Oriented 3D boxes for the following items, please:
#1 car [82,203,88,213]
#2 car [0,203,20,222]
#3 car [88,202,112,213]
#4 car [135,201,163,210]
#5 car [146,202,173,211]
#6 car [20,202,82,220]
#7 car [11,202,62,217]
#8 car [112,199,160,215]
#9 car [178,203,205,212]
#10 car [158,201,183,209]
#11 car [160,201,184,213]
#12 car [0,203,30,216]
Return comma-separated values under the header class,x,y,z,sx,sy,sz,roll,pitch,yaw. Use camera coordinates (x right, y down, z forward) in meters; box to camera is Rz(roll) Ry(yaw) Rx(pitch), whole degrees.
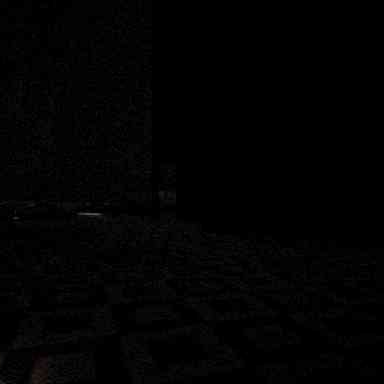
class,x,y,z,sx,sy,sz,roll,pitch,yaw
car,-13.532,2.015,44.904,1.887,1.381,4.507,-1,-2,35
car,-16.416,1.774,26.162,1.947,1.339,4.313,-1,-2,35
car,-10.884,2.011,43.995,1.812,1.442,4.674,0,-1,35
car,-6.983,2.208,54.096,2.008,1.369,4.403,-1,-2,35
car,-5.030,2.216,52.150,1.994,1.385,4.181,0,-1,37
car,-13.044,1.823,30.897,1.752,1.417,4.829,-1,-2,35
car,-16.666,1.851,35.897,1.812,1.442,4.674,0,-1,36
car,-6.594,1.790,39.958,2.192,1.841,5.009,-1,-2,35
car,-0.040,2.245,49.149,1.802,1.307,4.206,-1,-2,36
car,-3.709,2.304,58.692,2.008,1.369,4.403,-1,-2,35
car,-3.319,2.113,44.548,1.887,1.381,4.507,-1,-2,35
car,-20.080,1.841,35.711,2.008,1.369,4.403,-1,-1,35
